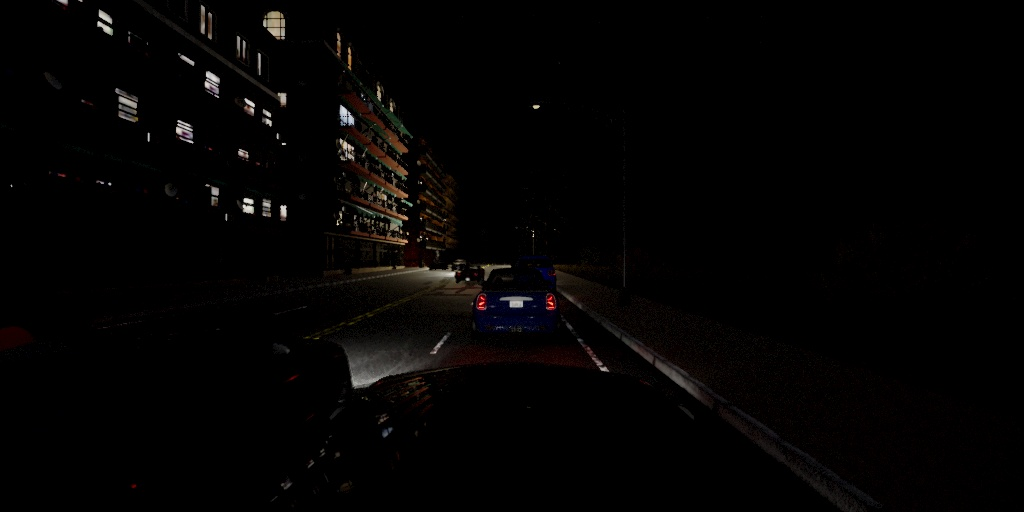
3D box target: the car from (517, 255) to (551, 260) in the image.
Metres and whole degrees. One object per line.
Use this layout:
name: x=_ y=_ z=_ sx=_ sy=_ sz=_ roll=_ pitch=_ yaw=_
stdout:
car: x=1.136 y=0.977 z=19.768 sx=2.150 sy=2.045 sz=5.566 roll=0 pitch=0 yaw=0

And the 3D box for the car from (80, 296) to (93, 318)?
car: x=-9.851 y=1.242 z=5.533 sx=2.128 sy=1.511 sz=4.902 roll=0 pitch=0 yaw=0

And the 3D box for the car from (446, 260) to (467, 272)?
car: x=-6.597 y=1.242 z=45.705 sx=2.128 sy=1.511 sz=4.902 roll=0 pitch=0 yaw=0

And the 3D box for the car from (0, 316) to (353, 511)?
car: x=-3.153 y=1.314 z=3.177 sx=1.994 sy=1.385 sz=4.181 roll=0 pitch=0 yaw=0

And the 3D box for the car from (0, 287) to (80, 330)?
car: x=-6.602 y=1.102 z=2.307 sx=2.097 sy=1.767 sz=4.553 roll=0 pitch=0 yaw=0

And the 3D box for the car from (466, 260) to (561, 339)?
car: x=0.097 y=1.103 z=10.193 sx=2.097 sy=1.767 sz=4.553 roll=0 pitch=0 yaw=0

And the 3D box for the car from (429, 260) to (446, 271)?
car: x=-9.846 y=1.228 z=48.360 sx=1.882 sy=1.535 sz=5.008 roll=0 pitch=0 yaw=0

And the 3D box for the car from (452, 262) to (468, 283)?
car: x=-3.151 y=1.353 z=27.738 sx=1.895 sy=1.301 sz=4.718 roll=0 pitch=0 yaw=0
